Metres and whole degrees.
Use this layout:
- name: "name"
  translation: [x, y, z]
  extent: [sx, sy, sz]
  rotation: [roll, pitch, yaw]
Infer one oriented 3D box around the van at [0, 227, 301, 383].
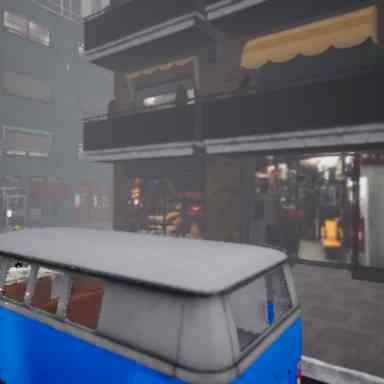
- name: "van"
  translation: [-0.909, 1.345, 3.507]
  extent: [3.998, 1.788, 1.690]
  rotation: [0, 1, 35]
